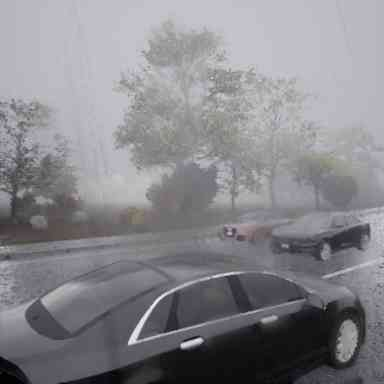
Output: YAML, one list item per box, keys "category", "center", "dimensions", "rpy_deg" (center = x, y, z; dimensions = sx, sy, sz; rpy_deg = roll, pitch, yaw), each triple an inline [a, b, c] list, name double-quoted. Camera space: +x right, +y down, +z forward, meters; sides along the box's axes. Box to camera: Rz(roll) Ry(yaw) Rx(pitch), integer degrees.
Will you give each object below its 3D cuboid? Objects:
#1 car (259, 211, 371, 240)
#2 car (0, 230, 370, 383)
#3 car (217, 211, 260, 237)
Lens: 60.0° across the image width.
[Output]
- category: "car"
  center: [4.937, 1.496, 12.525]
  dimensions: [5.008, 1.535, 1.882]
  rpy_deg: [0, 0, -41]
- category: "car"
  center: [0.242, 1.514, 4.076]
  dimensions: [4.892, 1.490, 1.837]
  rpy_deg: [0, 0, -36]
- category: "car"
  center: [3.118, 1.589, 15.582]
  dimensions: [4.181, 1.385, 1.994]
  rpy_deg: [0, 0, -41]
